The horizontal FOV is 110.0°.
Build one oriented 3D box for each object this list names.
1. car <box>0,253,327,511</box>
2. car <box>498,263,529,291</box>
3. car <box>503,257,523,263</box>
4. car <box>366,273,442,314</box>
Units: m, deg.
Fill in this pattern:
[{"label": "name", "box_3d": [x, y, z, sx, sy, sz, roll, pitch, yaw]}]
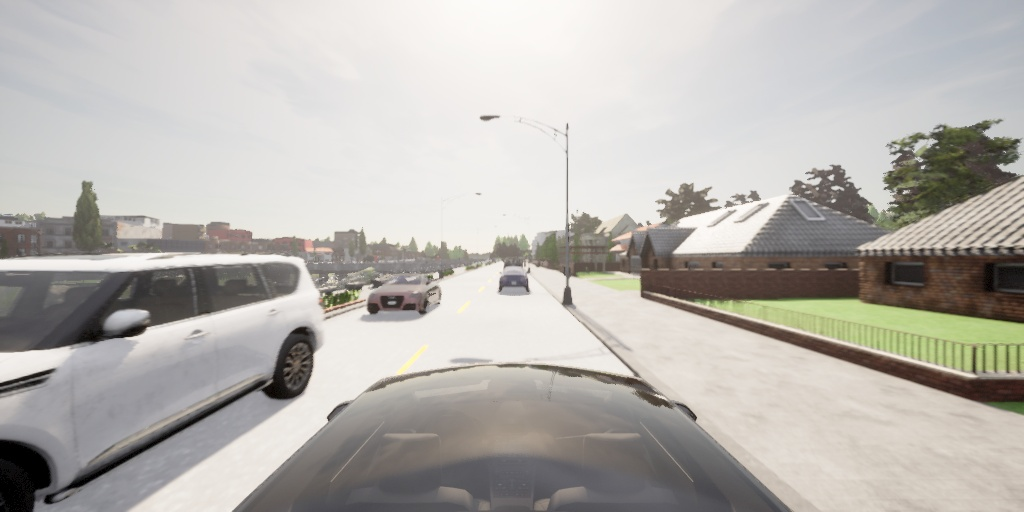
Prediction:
[{"label": "car", "box_3d": [-4.095, 0.978, 3.596, 2.150, 2.045, 5.566, 0, 0, 0]}, {"label": "car", "box_3d": [0.111, 1.388, 22.703, 1.812, 1.442, 4.674, 0, 0, 0]}, {"label": "car", "box_3d": [0.118, 1.184, 41.525, 2.150, 2.045, 5.566, 0, 0, 0]}, {"label": "car", "box_3d": [-3.995, 1.379, 13.917, 1.994, 1.385, 4.181, 0, 0, 0]}]
